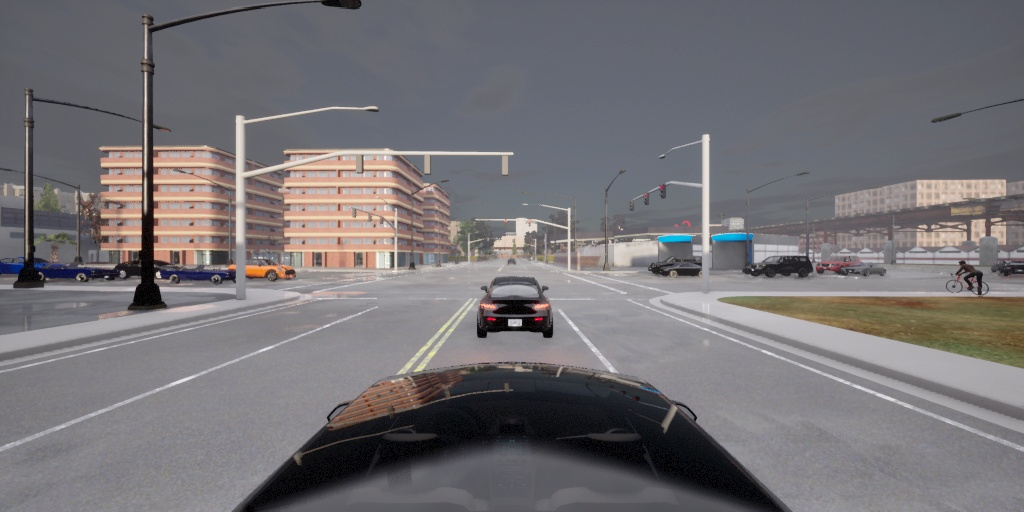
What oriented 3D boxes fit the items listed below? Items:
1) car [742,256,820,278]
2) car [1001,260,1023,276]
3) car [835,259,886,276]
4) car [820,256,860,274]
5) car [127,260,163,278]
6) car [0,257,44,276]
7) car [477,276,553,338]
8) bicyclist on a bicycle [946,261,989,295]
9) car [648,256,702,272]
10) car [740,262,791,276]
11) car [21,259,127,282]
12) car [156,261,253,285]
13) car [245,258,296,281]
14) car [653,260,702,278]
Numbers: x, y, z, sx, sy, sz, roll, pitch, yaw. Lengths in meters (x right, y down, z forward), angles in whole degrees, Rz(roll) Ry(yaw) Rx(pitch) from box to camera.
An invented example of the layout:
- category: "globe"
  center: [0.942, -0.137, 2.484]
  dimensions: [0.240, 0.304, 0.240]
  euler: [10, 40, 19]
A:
- category: "car"
  center: [25.459, 0.971, 34.071]
  dimensions: [5.566, 2.045, 2.150]
  euler: [0, 0, -5]
- category: "car"
  center: [50.512, 1.228, 35.542]
  dimensions: [5.008, 1.535, 1.882]
  euler: [0, 0, -33]
- category: "car"
  center: [35.253, 1.314, 36.009]
  dimensions: [4.181, 1.385, 1.994]
  euler: [0, 0, -18]
- category: "car"
  center: [36.633, 0.971, 40.103]
  dimensions: [5.566, 2.045, 2.150]
  euler: [0, 0, -22]
- category: "car"
  center: [-28.234, 1.021, 28.172]
  dimensions: [4.892, 1.490, 1.837]
  euler: [1, 0, 1]
- category: "car"
  center: [-38.167, 0.821, 28.364]
  dimensions: [5.008, 1.535, 1.882]
  euler: [1, 0, 1]
- category: "car"
  center: [0.075, 1.276, 10.056]
  dimensions: [1.812, 1.442, 4.674]
  euler: [0, 0, 0]
- category: "bicyclist on a bicycle"
  center: [21.913, 1.050, 17.291]
  dimensions: [0.582, 1.620, 1.656]
  euler: [0, 0, 0]
- category: "car"
  center: [17.195, 0.971, 37.376]
  dimensions: [5.566, 2.045, 2.150]
  euler: [0, 0, 1]
- category: "car"
  center: [26.594, 1.314, 37.730]
  dimensions: [4.181, 1.385, 1.994]
  euler: [0, 0, -8]
- category: "car"
  center: [-30.072, 1.088, 24.705]
  dimensions: [4.718, 1.301, 1.895]
  euler: [1, 0, 1]
- category: "car"
  center: [-20.958, 1.220, 24.538]
  dimensions: [4.718, 1.301, 1.895]
  euler: [1, 0, 2]
- category: "car"
  center: [-19.458, 0.986, 28.007]
  dimensions: [4.553, 1.767, 2.097]
  euler: [1, 0, 1]
- category: "car"
  center: [16.106, 1.314, 33.943]
  dimensions: [4.181, 1.385, 1.994]
  euler: [0, 0, 0]
